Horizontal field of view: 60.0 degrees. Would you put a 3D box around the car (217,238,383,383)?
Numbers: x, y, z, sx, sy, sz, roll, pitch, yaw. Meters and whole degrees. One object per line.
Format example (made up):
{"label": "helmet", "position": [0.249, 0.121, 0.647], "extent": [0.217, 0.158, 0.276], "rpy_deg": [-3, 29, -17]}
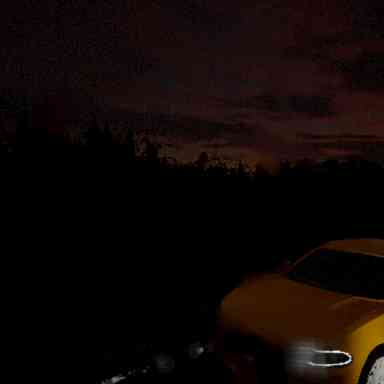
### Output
{"label": "car", "position": [2.613, 1.483, 4.937], "extent": [5.008, 1.535, 1.882], "rpy_deg": [0, 0, -36]}
